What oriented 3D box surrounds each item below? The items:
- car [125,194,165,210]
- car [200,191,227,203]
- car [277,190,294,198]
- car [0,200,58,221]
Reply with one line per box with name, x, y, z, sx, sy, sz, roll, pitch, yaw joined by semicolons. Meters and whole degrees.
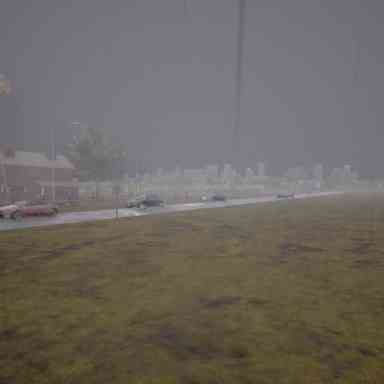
car;-4.794;0.967;34.455;1.837;1.490;4.892;1;2;36
car;2.959;0.682;45.110;2.128;1.511;4.902;1;2;36
car;16.626;0.397;58.980;1.994;1.385;4.181;1;2;36
car;-12.072;1.273;24.458;1.994;1.385;4.181;1;2;36
